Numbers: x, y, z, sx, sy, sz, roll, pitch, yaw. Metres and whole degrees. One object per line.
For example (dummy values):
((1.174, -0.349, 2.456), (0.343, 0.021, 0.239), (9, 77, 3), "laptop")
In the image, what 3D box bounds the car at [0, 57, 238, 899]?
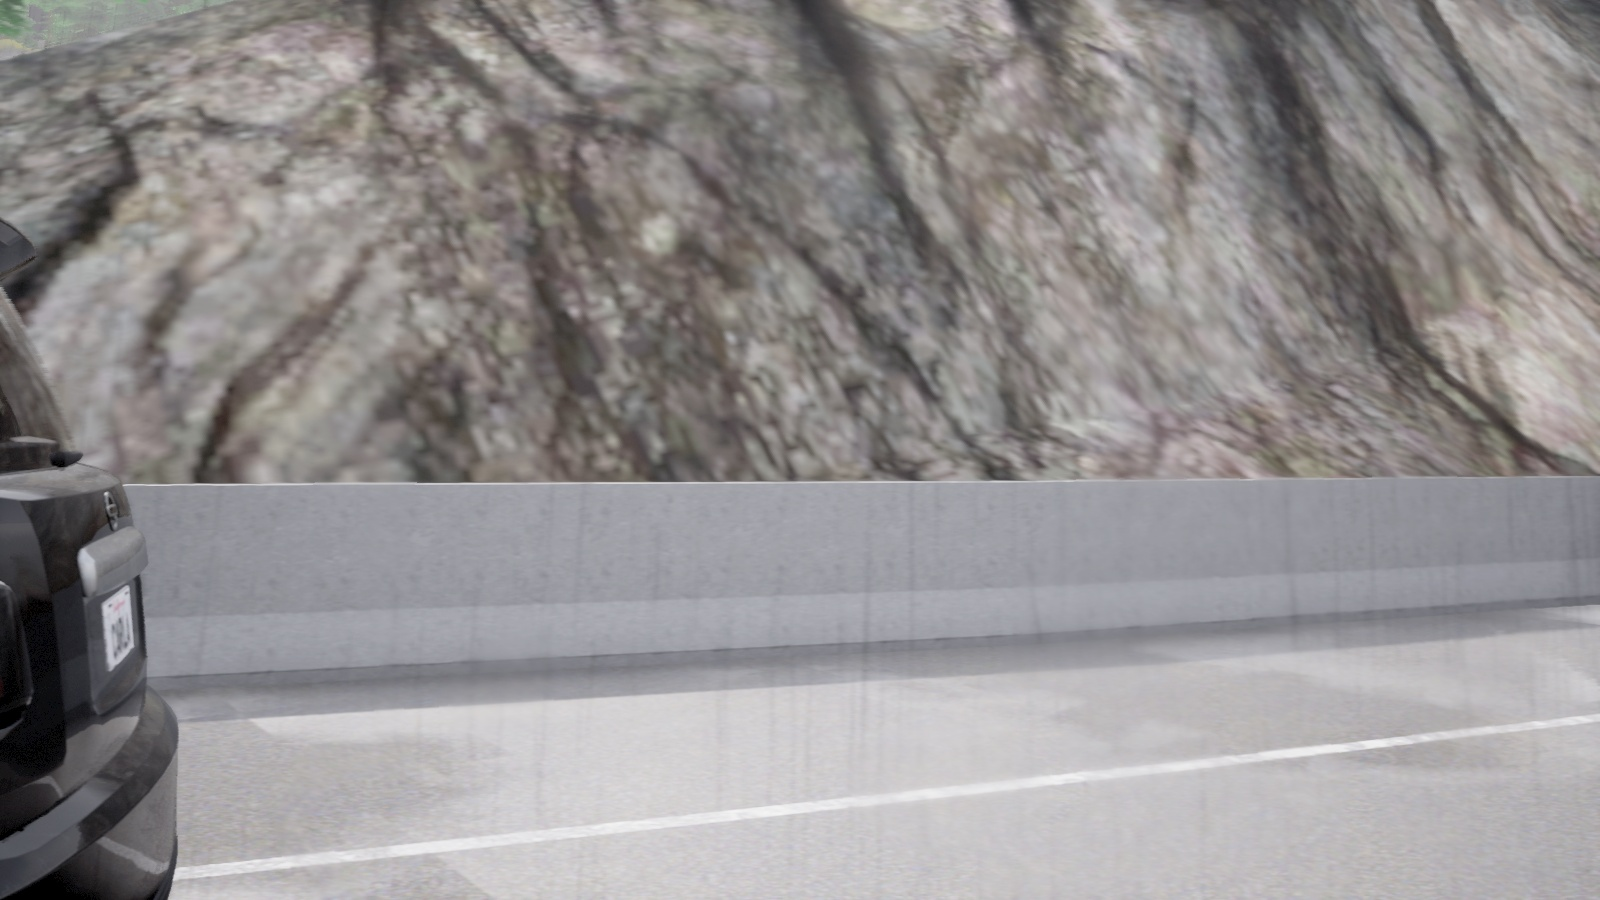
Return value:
((-3.928, 0.538, 1.755), (5.566, 2.045, 2.150), (-1, 1, -20), "car")
